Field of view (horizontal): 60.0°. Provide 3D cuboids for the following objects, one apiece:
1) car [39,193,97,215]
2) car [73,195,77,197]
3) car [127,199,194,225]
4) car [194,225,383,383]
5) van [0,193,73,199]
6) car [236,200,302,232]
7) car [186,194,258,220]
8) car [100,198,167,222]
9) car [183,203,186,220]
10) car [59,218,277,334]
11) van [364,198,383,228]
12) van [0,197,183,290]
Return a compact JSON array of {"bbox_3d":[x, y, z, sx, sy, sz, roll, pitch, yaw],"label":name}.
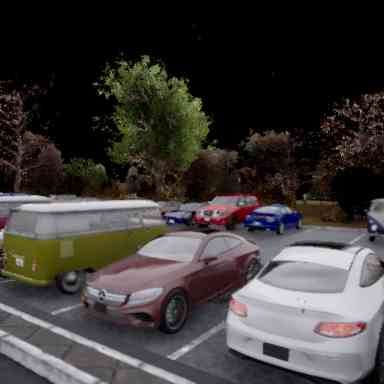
[{"bbox_3d":[-11.263,1.000,30.434,2.185,1.767,4.553,1,1,35],"label":"car"},{"bbox_3d":[-9.050,1.173,28.891,2.097,1.535,5.008,1,1,35],"label":"car"},{"bbox_3d":[-2.165,1.350,23.960,2.163,1.488,4.792,1,1,35],"label":"car"},{"bbox_3d":[2.225,1.538,5.434,2.002,1.452,4.674,0,0,35],"label":"car"},{"bbox_3d":[-6.929,1.148,12.093,1.878,1.987,4.442,1,1,35],"label":"van"},{"bbox_3d":[4.759,1.465,19.061,2.097,1.535,5.008,1,1,35],"label":"car"},{"bbox_3d":[2.440,1.168,20.684,2.435,2.045,5.566,1,1,35],"label":"car"},{"bbox_3d":[-4.342,1.275,25.554,2.231,1.521,4.892,1,1,35],"label":"car"},{"bbox_3d":[0.135,1.400,22.323,2.163,1.488,4.792,1,1,35],"label":"car"},{"bbox_3d":[-0.082,1.533,7.081,2.002,1.452,4.674,0,0,35],"label":"car"},{"bbox_3d":[9.401,1.271,15.615,1.878,1.987,4.442,0,0,35],"label":"van"},{"bbox_3d":[-2.424,1.240,8.887,1.878,1.987,4.442,1,1,35],"label":"van"}]
